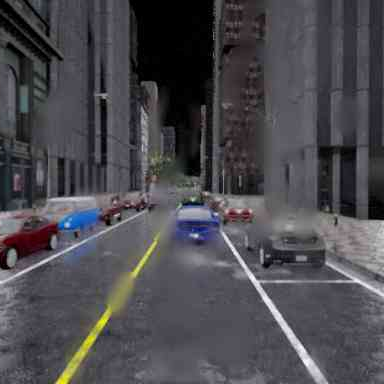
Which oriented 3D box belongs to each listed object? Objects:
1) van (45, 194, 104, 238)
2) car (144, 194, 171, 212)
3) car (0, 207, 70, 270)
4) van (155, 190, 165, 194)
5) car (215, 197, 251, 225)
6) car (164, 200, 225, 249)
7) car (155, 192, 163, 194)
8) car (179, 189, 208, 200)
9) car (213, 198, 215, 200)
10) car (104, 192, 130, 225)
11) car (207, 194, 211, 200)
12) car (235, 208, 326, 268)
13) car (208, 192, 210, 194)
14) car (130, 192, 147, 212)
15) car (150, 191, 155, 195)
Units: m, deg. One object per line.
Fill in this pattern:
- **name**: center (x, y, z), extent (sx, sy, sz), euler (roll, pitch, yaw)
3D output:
- **van**: center (-5.760, 1.137, 16.013), extent (1.690, 1.788, 3.998), euler (0, 1, 0)
- **car**: center (-3.095, 1.194, 32.167), extent (1.895, 1.301, 4.718), euler (0, 1, 0)
- **car**: center (-5.761, 1.409, 10.575), extent (1.887, 1.381, 4.507), euler (0, 1, 0)
- **van**: center (-5.757, 0.691, 54.098), extent (1.690, 1.788, 3.998), euler (0, 1, 0)
- **car**: center (2.766, 1.168, 21.460), extent (1.967, 1.590, 4.097), euler (0, 1, 0)
- **car**: center (0.096, 1.303, 13.709), extent (1.882, 1.535, 5.008), euler (0, 1, 0)
- **car**: center (-5.757, 0.989, 48.659), extent (1.802, 1.307, 4.206), euler (0, 1, 0)
- **car**: center (0.103, 0.806, 32.875), extent (2.150, 2.045, 5.566), euler (0, 1, 0)
- **car**: center (2.767, 1.241, 26.902), extent (1.802, 1.307, 4.206), euler (0, 1, 0)
- **car**: center (-5.759, 1.043, 21.454), extent (2.192, 1.841, 5.009), euler (0, 1, 0)
- **car**: center (2.767, 1.135, 32.342), extent (1.887, 1.381, 4.507), euler (0, 1, 0)
- **car**: center (2.765, 1.415, 10.581), extent (2.008, 1.369, 4.403), euler (0, 1, 0)
- **car**: center (2.770, 0.676, 64.981), extent (1.967, 1.590, 4.097), euler (0, 1, 0)
- **car**: center (-5.757, 0.906, 32.335), extent (2.192, 1.841, 5.009), euler (0, 1, 0)
- **car**: center (-5.757, 0.965, 37.778), extent (1.967, 1.590, 4.097), euler (0, 1, 0)
